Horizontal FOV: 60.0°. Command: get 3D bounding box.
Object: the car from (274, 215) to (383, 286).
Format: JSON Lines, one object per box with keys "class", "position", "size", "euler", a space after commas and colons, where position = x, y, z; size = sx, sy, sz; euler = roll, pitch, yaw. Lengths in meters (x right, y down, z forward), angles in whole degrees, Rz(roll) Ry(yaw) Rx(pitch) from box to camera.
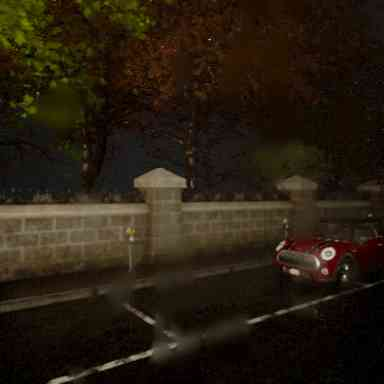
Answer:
{"class": "car", "position": [4.230, 1.510, 9.579], "size": [4.097, 1.590, 1.967], "euler": [1, 0, -36]}
